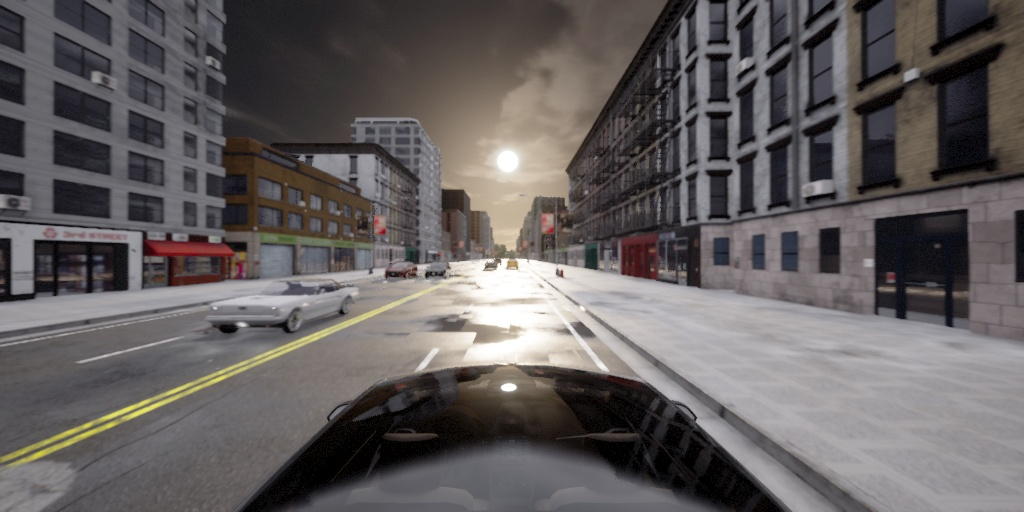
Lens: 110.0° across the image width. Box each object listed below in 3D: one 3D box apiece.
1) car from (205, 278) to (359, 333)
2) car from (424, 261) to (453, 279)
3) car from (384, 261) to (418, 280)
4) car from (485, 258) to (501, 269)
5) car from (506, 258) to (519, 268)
[{"bbox_3d":[-6.501,1.354,10.853,1.895,1.301,4.718,0,0,0],"label":"car"},{"bbox_3d":[-6.596,1.262,32.581,1.837,1.490,4.892,0,0,0],"label":"car"},{"bbox_3d":[-9.845,1.235,32.196,1.882,1.535,5.008,0,0,0],"label":"car"},{"bbox_3d":[-3.154,1.365,55.750,1.895,1.301,4.718,0,0,0],"label":"car"},{"bbox_3d":[0.095,1.243,60.702,1.882,1.535,5.008,0,0,0],"label":"car"}]
